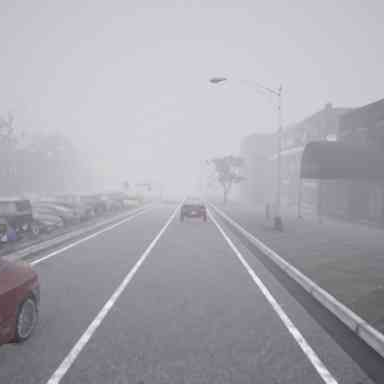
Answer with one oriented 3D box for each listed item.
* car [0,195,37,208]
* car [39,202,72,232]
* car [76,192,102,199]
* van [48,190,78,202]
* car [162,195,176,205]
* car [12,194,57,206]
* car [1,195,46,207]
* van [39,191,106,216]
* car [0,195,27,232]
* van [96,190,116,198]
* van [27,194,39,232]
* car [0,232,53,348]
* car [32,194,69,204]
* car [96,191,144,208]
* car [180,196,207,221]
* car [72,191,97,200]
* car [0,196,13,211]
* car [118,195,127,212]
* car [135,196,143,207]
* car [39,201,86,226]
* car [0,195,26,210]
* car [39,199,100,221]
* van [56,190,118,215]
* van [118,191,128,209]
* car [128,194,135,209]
[{"bbox_3d":[-22.066,1.157,40.874,4.892,1.521,2.231,0,1,0],"label":"car"},{"bbox_3d":[-8.956,1.408,16.525,4.892,1.521,2.231,0,0,0],"label":"car"},{"bbox_3d":[-22.105,0.795,71.403,5.008,1.535,2.097,0,1,0],"label":"car"},{"bbox_3d":[-22.198,0.732,57.522,4.442,1.987,1.878,0,1,0],"label":"van"},{"bbox_3d":[-3.324,1.109,48.130,1.812,1.442,4.674,0,1,0],"label":"car"},{"bbox_3d":[-21.881,1.087,46.424,5.366,1.575,1.946,0,1,0],"label":"car"},{"bbox_3d":[-22.093,1.153,43.649,4.792,1.488,2.163,0,1,0],"label":"car"},{"bbox_3d":[-9.077,1.113,24.936,4.442,1.987,1.878,0,1,0],"label":"van"},{"bbox_3d":[-8.914,1.185,10.916,5.566,2.045,2.435,0,0,0],"label":"car"},{"bbox_3d":[-21.999,0.414,85.275,4.442,1.987,1.878,0,1,0],"label":"van"},{"bbox_3d":[-9.062,1.199,13.716,4.442,1.987,1.878,0,0,0],"label":"van"},{"bbox_3d":[-3.336,1.505,3.649,1.812,1.442,4.674,0,0,0],"label":"car"},{"bbox_3d":[-22.045,1.053,51.976,4.792,1.488,2.163,0,1,0],"label":"car"},{"bbox_3d":[-8.953,0.893,41.757,5.566,2.045,2.435,0,1,0],"label":"car"},{"bbox_3d":[0.103,1.298,25.501,1.882,1.535,5.008,0,0,0],"label":"car"},{"bbox_3d":[-22.127,0.702,68.626,4.553,1.767,2.185,0,1,0],"label":"car"},{"bbox_3d":[-22.058,1.222,35.323,5.008,1.535,2.097,0,1,0],"label":"car"},{"bbox_3d":[-8.962,1.278,30.548,5.008,1.535,2.097,0,1,0],"label":"car"},{"bbox_3d":[-8.793,1.175,38.957,5.366,1.575,1.946,0,1,0],"label":"car"},{"bbox_3d":[-8.950,1.429,19.329,4.674,1.452,2.002,0,0,0],"label":"car"},{"bbox_3d":[-22.062,1.189,38.098,5.008,1.535,2.097,0,1,0],"label":"car"},{"bbox_3d":[-8.986,1.397,22.136,4.792,1.488,2.163,0,1,0],"label":"car"},{"bbox_3d":[-8.847,1.084,27.738,4.442,1.987,1.878,0,1,0],"label":"van"},{"bbox_3d":[-9.088,1.019,33.348,4.442,1.987,1.878,0,1,0],"label":"van"},{"bbox_3d":[-8.977,1.251,36.154,4.674,1.452,2.002,0,1,0],"label":"car"}]
